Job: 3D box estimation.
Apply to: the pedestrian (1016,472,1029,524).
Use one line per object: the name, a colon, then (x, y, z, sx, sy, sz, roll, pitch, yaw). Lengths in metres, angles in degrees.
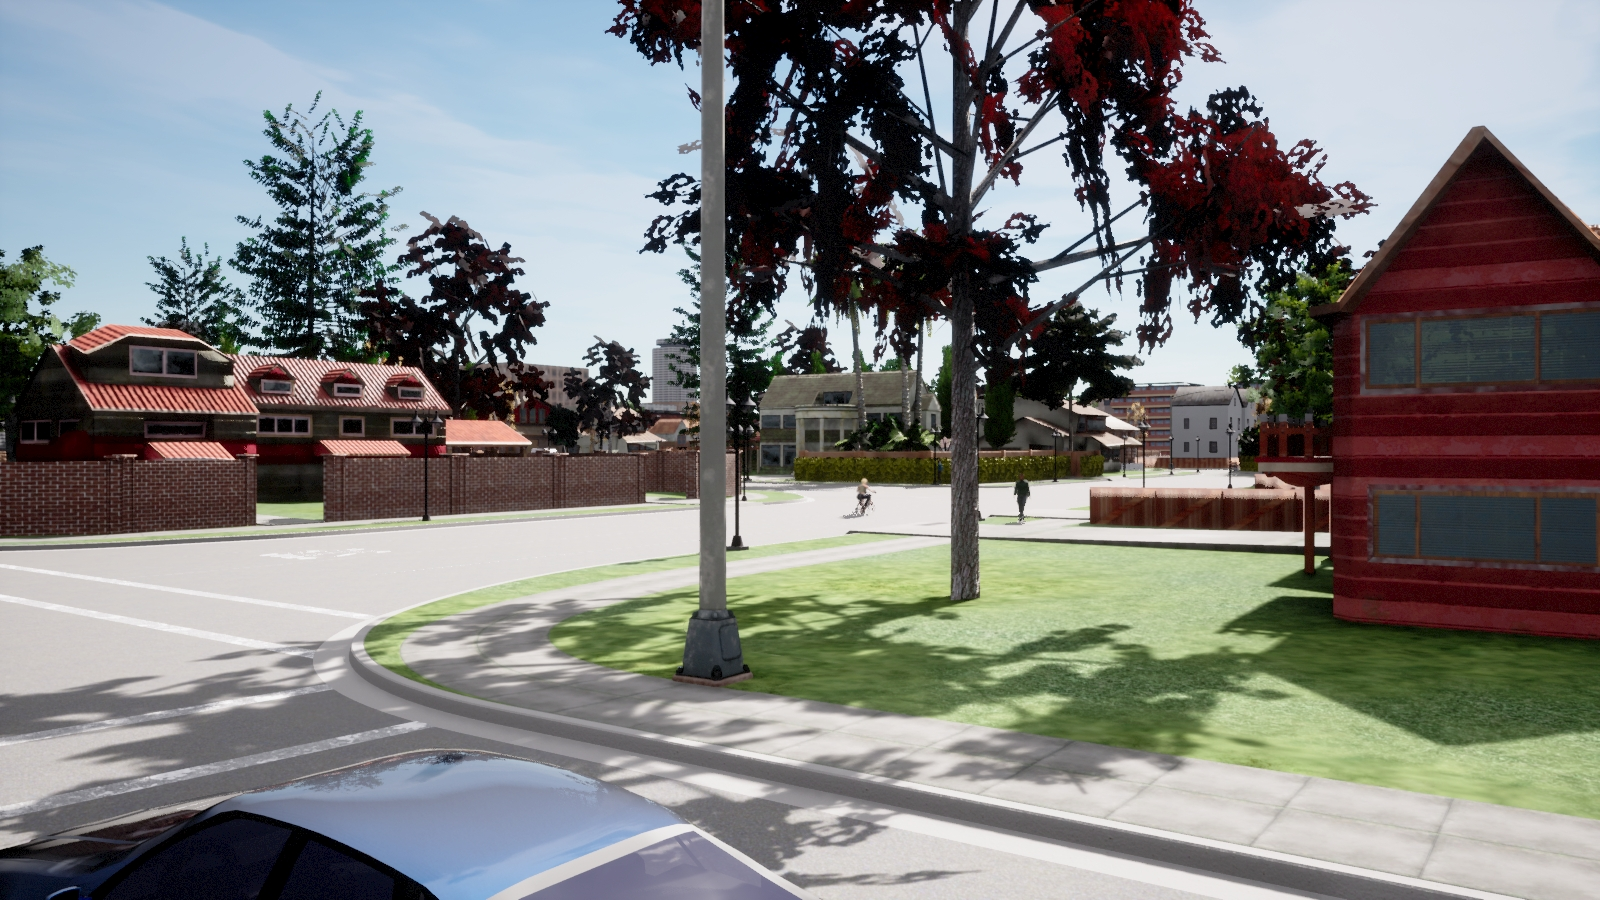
pedestrian: (7.931, 1.704, 40.714, 0.375, 1.860, 0.375, 0, 0, 23)

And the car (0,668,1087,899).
car: (-1.713, 2.106, 4.943, 5.357, 1.411, 2.033, 0, 0, 36)

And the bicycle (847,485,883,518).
bicycle: (2.746, 2.145, 48.164, 0.859, 1.301, 1.487, 0, 0, 34)
